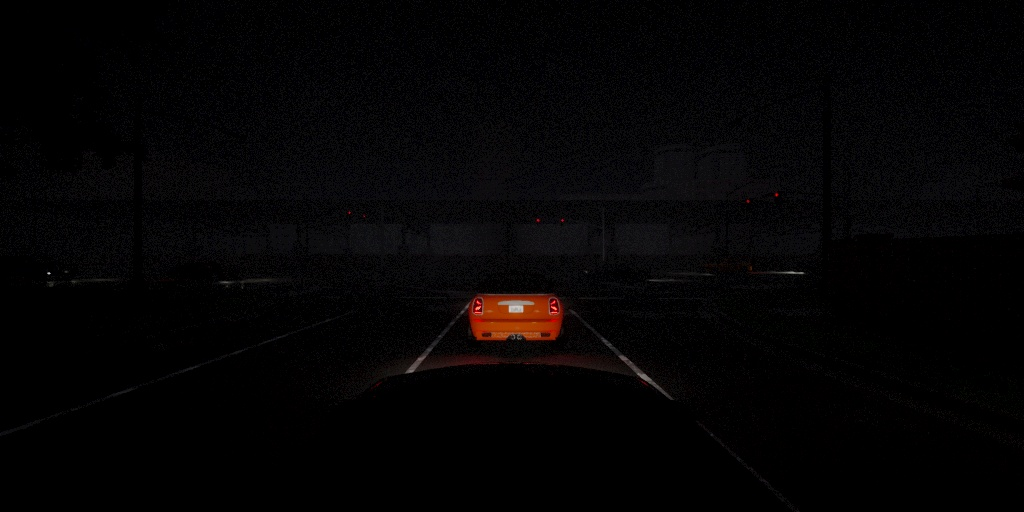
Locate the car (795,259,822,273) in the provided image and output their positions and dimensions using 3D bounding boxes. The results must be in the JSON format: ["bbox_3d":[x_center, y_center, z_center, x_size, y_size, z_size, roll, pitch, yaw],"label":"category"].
[{"bbox_3d":[33.137,1.065,38.746,4.181,1.385,1.994,-1,0,1],"label":"car"}]

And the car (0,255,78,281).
[{"bbox_3d":[-39.963,0.968,29.993,5.566,2.045,2.150,0,0,2],"label":"car"}]

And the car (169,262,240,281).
[{"bbox_3d":[-25.233,1.228,29.532,5.008,1.535,1.882,0,0,2],"label":"car"}]

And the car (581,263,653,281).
[{"bbox_3d":[8.315,1.267,28.674,5.357,1.411,2.033,0,0,1],"label":"car"}]

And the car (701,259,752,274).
[{"bbox_3d":[23.227,1.098,39.000,5.008,1.535,1.882,-1,0,1],"label":"car"}]

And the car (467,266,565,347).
[{"bbox_3d":[0.083,1.103,9.471,2.097,1.767,4.553,0,0,0],"label":"car"}]
